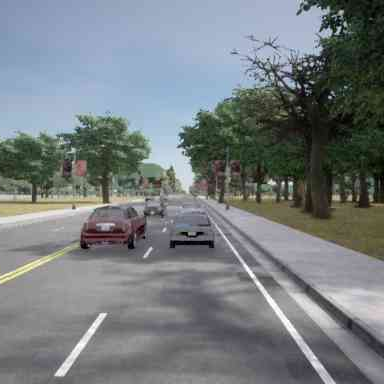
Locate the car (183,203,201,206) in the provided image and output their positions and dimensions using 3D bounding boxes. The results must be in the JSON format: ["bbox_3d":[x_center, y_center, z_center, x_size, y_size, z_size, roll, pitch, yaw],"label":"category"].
[{"bbox_3d":[0.000,1.625,29.685,1.895,1.301,4.718,0,0,0],"label":"car"}]

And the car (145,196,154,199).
[{"bbox_3d":[-9.750,1.524,76.730,2.033,1.411,5.357,0,0,0],"label":"car"}]

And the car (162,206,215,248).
[{"bbox_3d":[0.000,1.567,14.653,2.033,1.411,5.357,0,0,0],"label":"car"}]

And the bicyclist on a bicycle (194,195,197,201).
[{"bbox_3d":[0.895,1.512,90.061,0.582,1.620,1.656,0,0,0],"label":"bicyclist on a bicycle"}]

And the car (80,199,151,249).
[{"bbox_3d":[-3.250,1.370,14.623,2.097,1.767,4.553,0,0,0],"label":"car"}]

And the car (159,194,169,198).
[{"bbox_3d":[-6.500,1.339,76.761,2.097,1.767,4.553,0,0,0],"label":"car"}]

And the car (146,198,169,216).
[{"bbox_3d":[-3.250,1.542,29.655,1.812,1.442,4.674,0,0,0],"label":"car"}]
